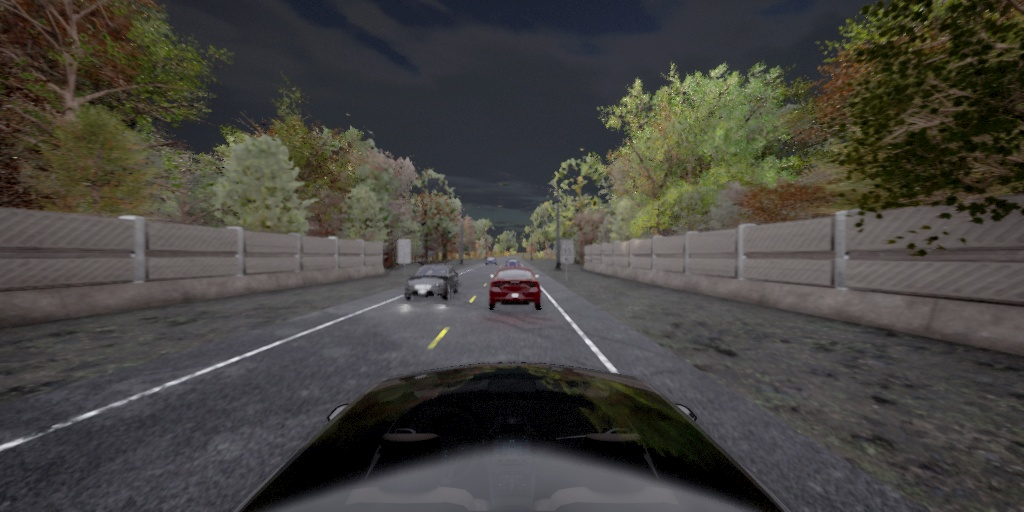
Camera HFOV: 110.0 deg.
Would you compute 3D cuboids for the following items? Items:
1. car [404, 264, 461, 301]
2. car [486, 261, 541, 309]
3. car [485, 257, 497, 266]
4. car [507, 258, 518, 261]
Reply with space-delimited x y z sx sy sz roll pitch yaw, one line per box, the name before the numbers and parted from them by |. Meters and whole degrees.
car | -3.592 1.158 16.854 2.128 1.511 4.902 0 0 0
car | 0.106 1.161 14.573 1.882 1.535 5.008 0 0 0
car | -3.496 0.911 60.799 1.812 1.442 4.674 0 0 1
car | 0.097 1.023 45.705 1.812 1.442 4.674 0 1 0
